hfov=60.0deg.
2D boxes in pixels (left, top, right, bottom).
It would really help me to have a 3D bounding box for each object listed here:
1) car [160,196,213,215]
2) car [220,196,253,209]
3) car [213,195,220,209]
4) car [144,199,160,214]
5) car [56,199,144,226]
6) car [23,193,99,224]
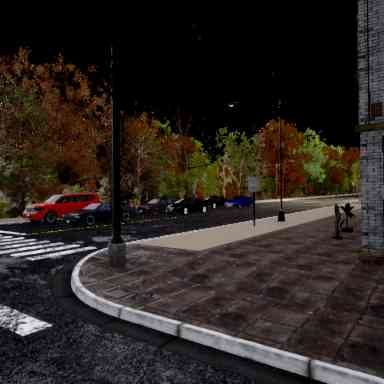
[{"bbox_3d":[-0.389,1.261,30.490,1.837,1.490,4.892,-1,0,36],"label":"car"},{"bbox_3d":[5.479,1.180,38.464,1.812,1.442,4.674,-1,0,36],"label":"car"},{"bbox_3d":[2.746,1.205,40.226,1.837,1.490,4.892,-1,0,37],"label":"car"},{"bbox_3d":[-3.069,1.348,32.322,2.033,1.411,5.357,-1,0,37],"label":"car"},{"bbox_3d":[-6.105,1.402,22.711,2.033,1.411,5.357,-1,0,36],"label":"car"},{"bbox_3d":[-9.146,1.127,24.066,2.150,2.045,5.566,-1,0,36],"label":"car"}]
